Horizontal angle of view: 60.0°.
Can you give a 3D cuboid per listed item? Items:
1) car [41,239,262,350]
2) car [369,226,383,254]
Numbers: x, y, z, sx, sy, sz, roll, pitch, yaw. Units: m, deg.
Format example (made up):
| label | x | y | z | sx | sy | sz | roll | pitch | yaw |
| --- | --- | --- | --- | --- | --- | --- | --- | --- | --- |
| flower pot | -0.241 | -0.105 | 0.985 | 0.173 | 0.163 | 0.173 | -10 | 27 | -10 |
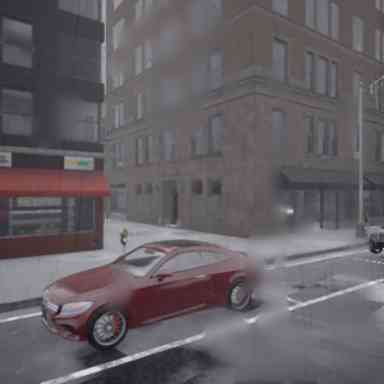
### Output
| label | x | y | z | sx | sy | sz | roll | pitch | yaw |
| --- | --- | --- | --- | --- | --- | --- | --- | --- | --- |
| car | -0.497 | 1.593 | 6.182 | 4.206 | 1.307 | 1.802 | 0 | 0 | -36 |
| car | 8.451 | 1.619 | 12.584 | 4.313 | 1.339 | 1.947 | 0 | 0 | -36 |
